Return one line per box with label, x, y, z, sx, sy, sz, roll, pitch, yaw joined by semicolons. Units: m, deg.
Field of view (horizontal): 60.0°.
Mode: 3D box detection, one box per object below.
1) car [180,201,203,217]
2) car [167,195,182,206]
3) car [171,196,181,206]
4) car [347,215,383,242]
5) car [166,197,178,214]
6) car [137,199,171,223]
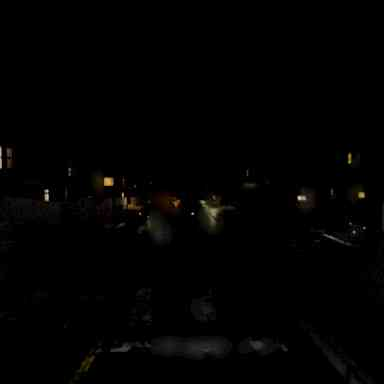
car;0.073;1.621;31.699;1.895;1.301;4.718;0;0;0
car;-2.864;1.441;55.401;2.097;1.767;4.553;0;0;0
car;-2.886;1.534;45.622;1.882;1.535;5.008;0;0;0
car;10.149;1.472;15.253;5.357;1.411;2.033;0;3;2
car;-2.876;1.593;35.562;1.994;1.385;4.181;0;0;1
car;-2.920;1.535;25.600;1.812;1.442;4.674;0;0;2
